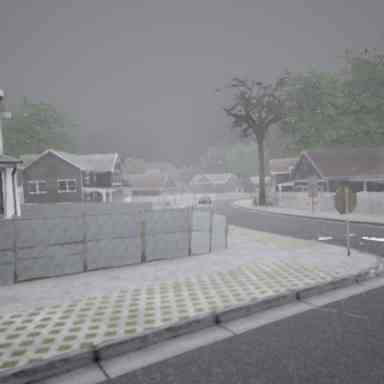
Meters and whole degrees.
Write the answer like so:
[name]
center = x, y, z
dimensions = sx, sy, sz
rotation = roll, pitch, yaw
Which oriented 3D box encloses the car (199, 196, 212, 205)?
[car]
center = 2.291, 1.380, 56.021
dimensions = 1.994, 1.385, 4.181
rotation = -2, 0, 8
